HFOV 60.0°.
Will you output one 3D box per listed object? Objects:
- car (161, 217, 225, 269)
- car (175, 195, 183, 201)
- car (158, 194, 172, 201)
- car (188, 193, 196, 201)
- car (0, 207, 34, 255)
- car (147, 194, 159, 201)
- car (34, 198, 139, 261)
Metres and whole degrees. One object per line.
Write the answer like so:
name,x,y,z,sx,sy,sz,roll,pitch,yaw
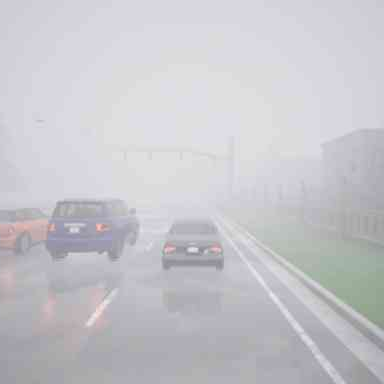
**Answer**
car,0.044,1.549,11.134,2.033,1.411,5.357,0,0,0
car,-3.507,1.481,86.297,1.882,1.535,5.008,0,0,0
car,-7.007,1.599,86.744,1.895,1.301,4.718,0,0,0
car,-0.007,1.228,86.327,2.150,2.045,5.566,0,0,0
car,-6.938,1.356,13.411,2.097,1.767,4.553,0,0,0
car,-10.507,1.528,86.713,1.812,1.442,4.674,0,0,0
car,-3.445,1.223,12.497,2.150,2.045,5.566,0,0,0
